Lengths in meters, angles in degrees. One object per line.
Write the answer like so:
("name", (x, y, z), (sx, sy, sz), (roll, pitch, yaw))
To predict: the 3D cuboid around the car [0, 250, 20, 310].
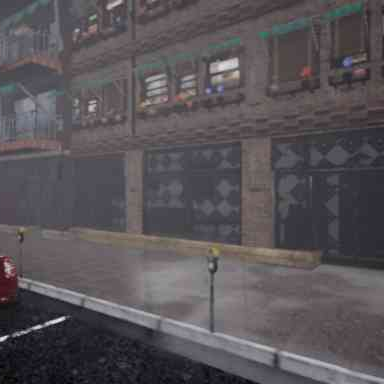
("car", (-5.288, 1.476, 6.644), (4.097, 1.590, 1.967), (0, 0, 36))
